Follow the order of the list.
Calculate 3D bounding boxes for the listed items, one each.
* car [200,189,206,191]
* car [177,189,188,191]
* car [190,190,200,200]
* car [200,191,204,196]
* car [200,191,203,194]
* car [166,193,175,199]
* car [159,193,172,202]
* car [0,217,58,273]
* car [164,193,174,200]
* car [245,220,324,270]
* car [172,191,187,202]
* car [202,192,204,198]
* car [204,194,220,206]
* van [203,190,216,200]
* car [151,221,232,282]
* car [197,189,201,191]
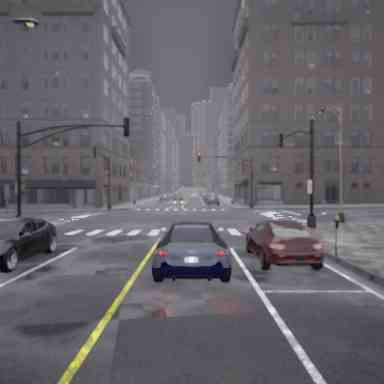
[{"bbox_3d":[3.750,0.517,87.911,2.150,2.045,5.566,0,1,1],"label":"car"},{"bbox_3d":[-2.423,0.526,80.366,1.812,1.442,4.674,0,1,1],"label":"car"},{"bbox_3d":[0.540,0.954,76.175,1.812,1.442,4.674,0,1,1],"label":"car"},{"bbox_3d":[3.249,1.090,69.945,1.802,1.307,4.206,0,1,1],"label":"car"},{"bbox_3d":[3.298,1.027,75.501,1.802,1.307,4.206,0,1,1],"label":"car"},{"bbox_3d":[-5.178,0.960,81.132,1.802,1.307,4.206,0,1,1],"label":"car"},{"bbox_3d":[-5.328,1.144,64.474,1.802,1.307,4.206,0,0,1],"label":"car"},{"bbox_3d":[-5.763,1.513,10.533,1.947,1.339,4.313,0,0,0],"label":"car"},{"bbox_3d":[-5.227,0.995,75.579,2.008,1.369,4.403,0,1,1],"label":"car"},{"bbox_3d":[2.762,1.529,10.529,1.802,1.307,4.206,0,0,0],"label":"car"},{"bbox_3d":[-2.582,1.060,64.996,1.837,1.490,4.892,0,1,1],"label":"car"},{"bbox_3d":[3.147,1.155,58.839,1.887,1.381,4.507,0,0,1],"label":"car"},{"bbox_3d":[3.049,1.279,47.737,1.802,1.307,4.206,0,0,1],"label":"car"},{"bbox_3d":[3.097,0.995,53.287,1.690,1.788,3.998,0,0,1],"label":"van"},{"bbox_3d":[0.005,1.516,9.608,1.994,1.385,4.181,0,0,0],"label":"car"},{"bbox_3d":[0.628,0.675,86.174,2.128,1.511,4.902,0,1,1],"label":"car"}]
